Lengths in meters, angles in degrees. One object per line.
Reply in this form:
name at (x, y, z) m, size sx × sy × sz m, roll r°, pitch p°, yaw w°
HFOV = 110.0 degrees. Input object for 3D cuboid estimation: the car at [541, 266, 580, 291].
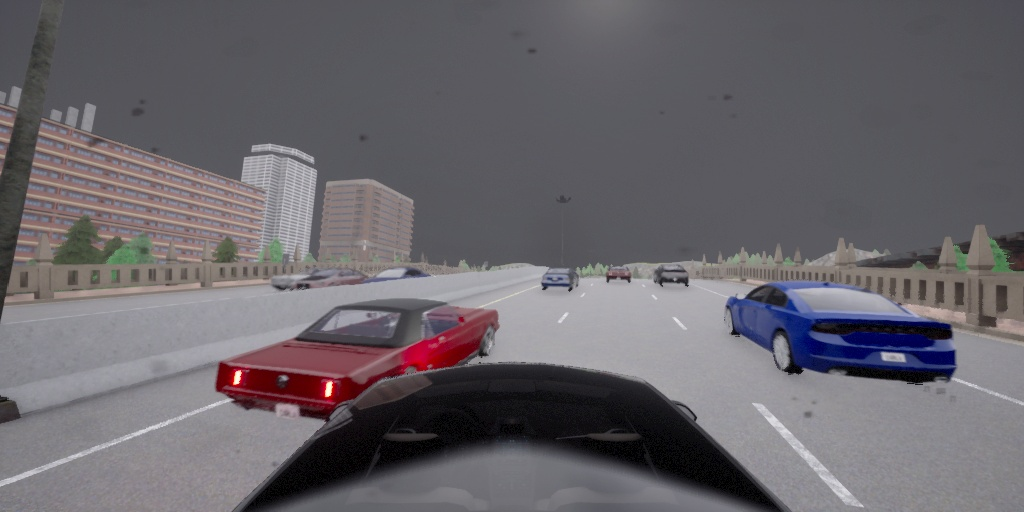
car at (3.142, 1.353, 22.710) m, size 2.033 × 1.411 × 5.357 m, roll 0°, pitch 0°, yaw 16°

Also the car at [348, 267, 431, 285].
car at (-5.706, 1.301, 18.048) m, size 1.812 × 1.442 × 4.674 m, roll 0°, pitch 0°, yaw 16°

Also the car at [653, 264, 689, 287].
car at (11.253, 1.325, 25.550) m, size 2.128 × 1.511 × 4.902 m, roll 0°, pitch 0°, yaw 16°

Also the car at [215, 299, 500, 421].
car at (-1.731, 1.356, 5.900) m, size 1.895 × 1.301 × 4.718 m, roll 0°, pitch 0°, yaw 16°

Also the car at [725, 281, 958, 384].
car at (5.975, 1.254, 7.343) m, size 1.882 × 1.535 × 5.008 m, roll 0°, pitch 0°, yaw 16°

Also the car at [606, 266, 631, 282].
car at (8.868, 1.467, 29.889) m, size 1.895 × 1.301 × 4.718 m, roll 0°, pitch -1°, yaw 16°

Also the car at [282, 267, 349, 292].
car at (-9.184, 1.333, 18.619) m, size 1.994 × 1.385 × 4.181 m, roll 0°, pitch 0°, yaw 16°

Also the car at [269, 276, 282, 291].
car at (-11.932, 1.370, 21.711) m, size 1.895 × 1.301 × 4.718 m, roll 0°, pitch 0°, yaw 16°
